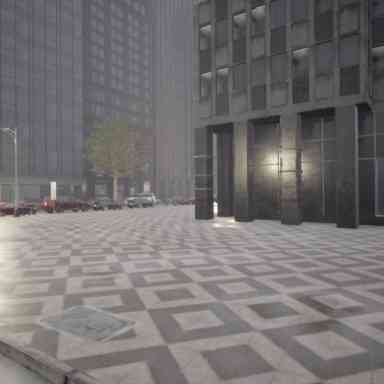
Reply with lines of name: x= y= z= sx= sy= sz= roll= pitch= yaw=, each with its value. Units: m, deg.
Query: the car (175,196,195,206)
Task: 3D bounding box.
car: x=-0.176 y=1.461 z=53.141 sx=1.887 sy=1.381 sz=4.507 roll=-1 pitch=0 yaw=35

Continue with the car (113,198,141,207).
car: x=-10.391 y=1.612 z=53.349 sx=1.802 sy=1.307 sz=4.206 roll=-1 pitch=0 yaw=35

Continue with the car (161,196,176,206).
car: x=-2.442 y=1.440 z=54.465 sx=2.128 sy=1.511 sz=4.902 roll=-1 pitch=0 yaw=35

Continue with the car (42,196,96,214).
car: x=-12.992 y=1.290 z=34.582 sx=2.192 sy=1.841 sz=5.009 roll=-1 pitch=0 yaw=35

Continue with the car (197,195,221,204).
car: x=3.238 y=1.422 z=62.781 sx=2.128 sy=1.511 sz=4.902 roll=-1 pitch=0 yaw=35

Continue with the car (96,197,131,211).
car: x=-9.786 y=1.524 z=39.221 sx=1.947 sy=1.339 sz=4.313 roll=-1 pitch=0 yaw=35

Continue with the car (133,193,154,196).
car: x=-8.059 y=1.219 z=51.847 sx=2.150 sy=2.045 sz=5.566 roll=-1 pitch=0 yaw=35

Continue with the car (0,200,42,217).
car: x=-16.194 y=1.576 z=29.940 sx=1.802 sy=1.307 sz=4.206 roll=-1 pitch=0 yaw=35

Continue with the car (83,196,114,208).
car: x=-13.597 y=1.484 z=48.708 sx=1.967 sy=1.590 sz=4.097 roll=-1 pitch=0 yaw=35

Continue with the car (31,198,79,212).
car: x=-16.331 y=1.514 z=39.898 sx=1.882 sy=1.535 sz=5.008 roll=-1 pitch=0 yaw=35

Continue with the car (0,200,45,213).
car: x=-20.003 y=1.642 z=39.427 sx=1.947 sy=1.339 sz=4.313 roll=-1 pitch=0 yaw=35

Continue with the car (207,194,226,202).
car: x=5.628 y=1.295 z=76.554 sx=2.192 sy=1.841 sz=5.009 roll=-1 pitch=0 yaw=35

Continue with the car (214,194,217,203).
car: x=3.026 y=1.221 z=57.782 sx=2.192 sy=1.841 sz=5.009 roll=-1 pitch=0 yaw=35

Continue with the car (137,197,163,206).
car: x=-7.284 y=1.544 z=57.849 sx=1.752 sy=1.417 sz=4.829 roll=-1 pitch=0 yaw=35

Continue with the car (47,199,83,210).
car: x=-16.799 y=1.641 z=44.067 sx=1.802 sy=1.307 sz=4.206 roll=-1 pitch=0 yaw=35

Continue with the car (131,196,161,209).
car: x=-6.583 y=1.508 z=43.860 sx=1.947 sy=1.339 sz=4.313 roll=-1 pitch=0 yaw=35

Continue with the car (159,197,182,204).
car: x=-3.982 y=1.573 z=62.631 sx=1.947 sy=1.339 sz=4.313 roll=-1 pitch=0 yaw=35
